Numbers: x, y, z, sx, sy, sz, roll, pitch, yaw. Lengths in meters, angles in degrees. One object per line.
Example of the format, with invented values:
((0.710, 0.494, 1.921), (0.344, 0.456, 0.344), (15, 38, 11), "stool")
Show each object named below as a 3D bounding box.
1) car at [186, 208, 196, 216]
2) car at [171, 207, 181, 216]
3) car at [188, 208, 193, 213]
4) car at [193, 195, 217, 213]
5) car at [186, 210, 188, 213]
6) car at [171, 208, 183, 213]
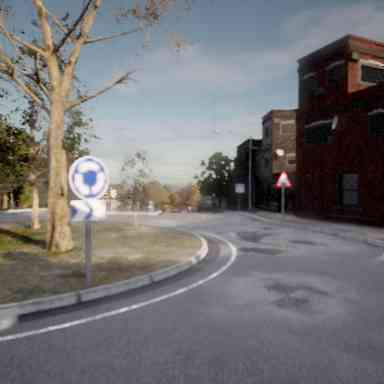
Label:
((-0.297, 4.526, 74.770), (1.882, 1.535, 5.008), (0, -5, -3), "car")
((-3.539, 4.376, 74.564), (2.097, 1.767, 4.553), (0, -5, -3), "car")
((0.965, 2.942, 53.301), (2.128, 1.511, 4.902), (0, -5, -3), "car")
((1.733, 1.591, 40.591), (2.150, 2.045, 5.566), (0, -6, -3), "car")
((0.285, 3.916, 64.730), (1.812, 1.442, 4.674), (0, -5, -3), "car")
((-2.869, 3.811, 63.825), (1.837, 1.490, 4.892), (0, -5, -3), "car")
